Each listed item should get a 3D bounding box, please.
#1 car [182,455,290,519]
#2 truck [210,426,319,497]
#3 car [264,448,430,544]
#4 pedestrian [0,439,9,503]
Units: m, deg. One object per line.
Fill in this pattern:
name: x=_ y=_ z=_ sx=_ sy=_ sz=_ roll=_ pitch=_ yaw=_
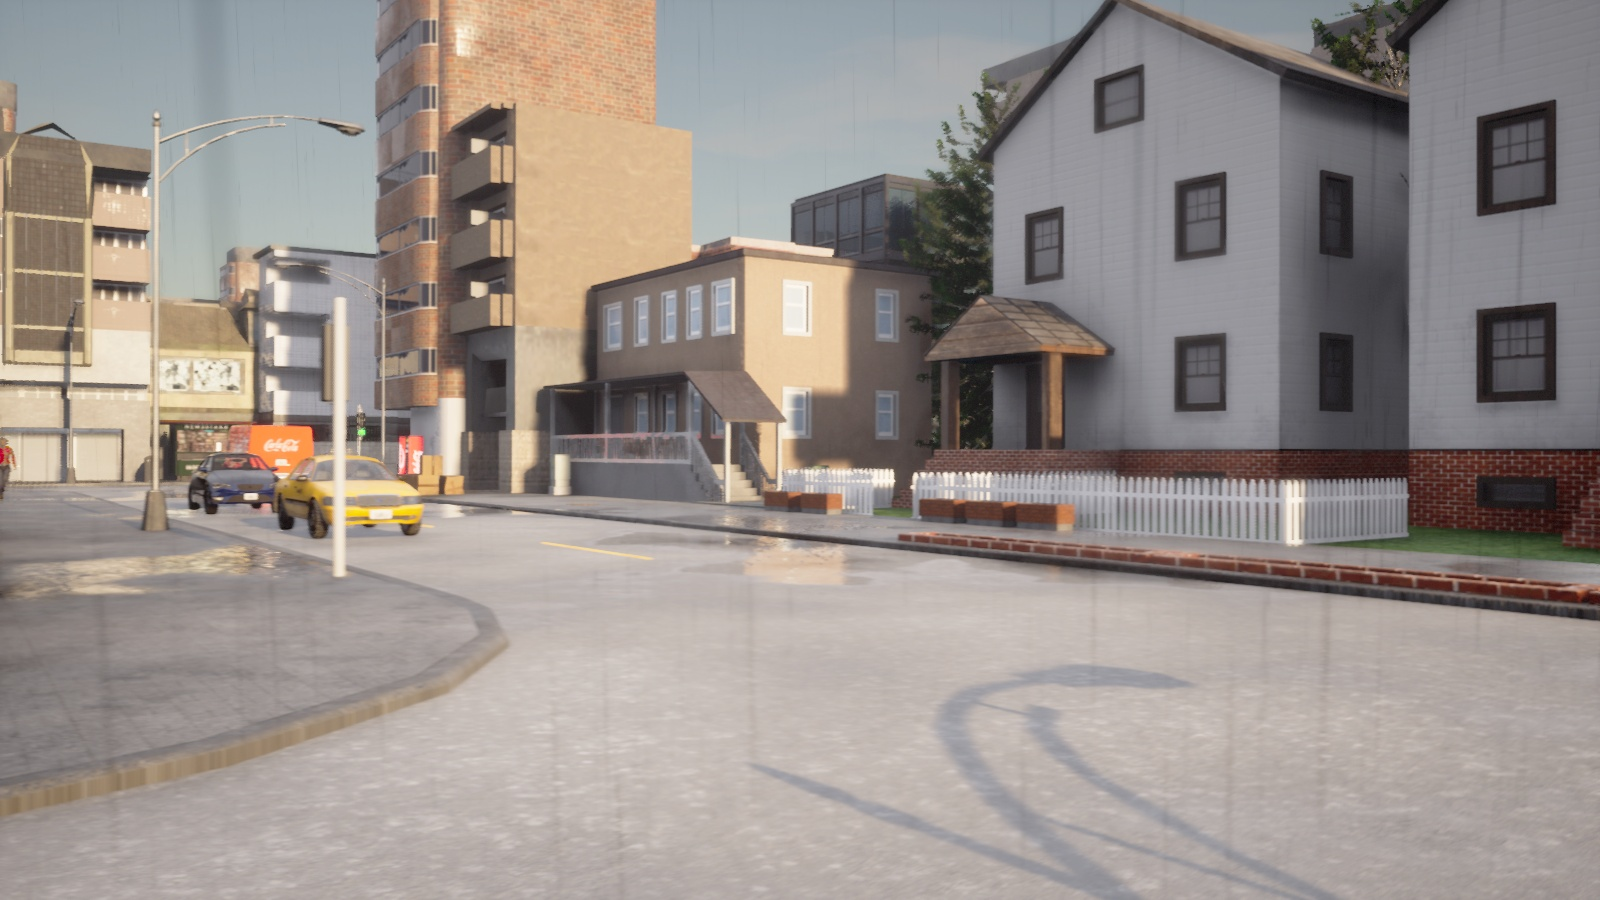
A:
car: x=-14.137 y=0.870 z=31.379 sx=1.816 sy=1.474 sz=4.193 roll=0 pitch=0 yaw=-33
truck: x=-19.945 y=0.421 z=46.620 sx=2.627 sy=2.467 sz=5.204 roll=1 pitch=-1 yaw=-36
car: x=-8.570 y=0.763 z=23.423 sx=1.801 sy=1.575 sz=5.366 roll=0 pitch=0 yaw=-32
pedestrian: x=-22.914 y=0.597 z=36.048 sx=0.331 sy=1.846 sz=0.636 roll=0 pitch=0 yaw=-34
